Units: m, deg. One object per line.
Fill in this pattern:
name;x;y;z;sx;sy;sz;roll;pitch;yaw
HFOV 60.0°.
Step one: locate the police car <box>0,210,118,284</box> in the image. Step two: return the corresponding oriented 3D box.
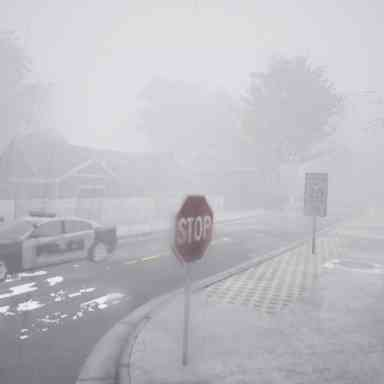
police car;-4.485;1.367;9.556;1.930;1.638;5.238;3;2;35
